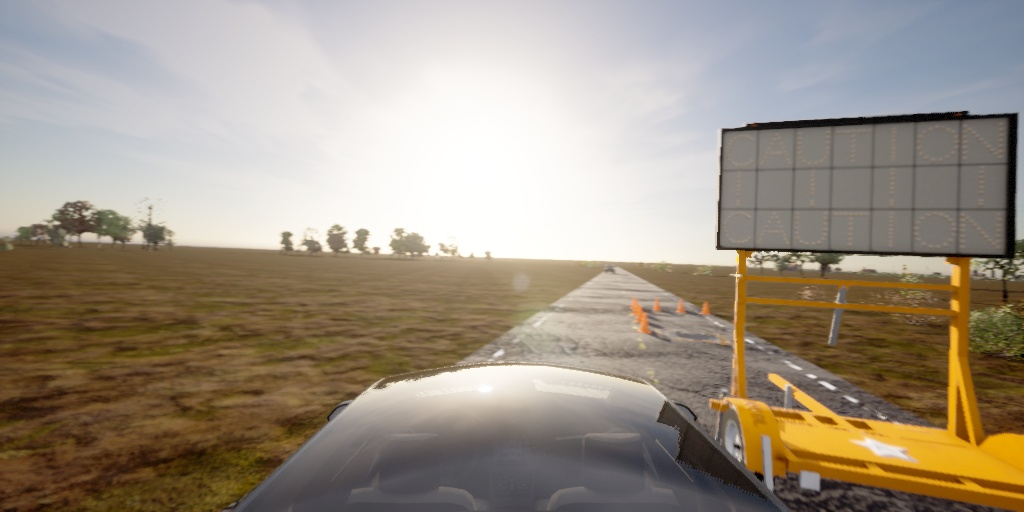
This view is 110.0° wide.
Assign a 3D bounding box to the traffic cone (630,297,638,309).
[{"bbox_3d":[5.082,2.098,14.670,0.340,0.580,0.340,0,0,16],"label":"traffic cone"}]

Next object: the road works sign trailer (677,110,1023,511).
[{"bbox_3d":[3.301,0.384,3.743,2.380,3.560,2.880,0,0,16],"label":"road works sign trailer"}]

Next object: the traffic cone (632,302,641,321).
[{"bbox_3d":[4.535,2.049,12.747,0.340,0.580,0.340,0,0,16],"label":"traffic cone"}]

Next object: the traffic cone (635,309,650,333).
[{"bbox_3d":[3.989,1.999,10.824,0.340,0.580,0.340,0,0,16],"label":"traffic cone"}]

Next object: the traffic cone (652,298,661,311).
[{"bbox_3d":[6.589,2.185,16.319,0.340,0.580,0.340,0,0,16],"label":"traffic cone"}]
